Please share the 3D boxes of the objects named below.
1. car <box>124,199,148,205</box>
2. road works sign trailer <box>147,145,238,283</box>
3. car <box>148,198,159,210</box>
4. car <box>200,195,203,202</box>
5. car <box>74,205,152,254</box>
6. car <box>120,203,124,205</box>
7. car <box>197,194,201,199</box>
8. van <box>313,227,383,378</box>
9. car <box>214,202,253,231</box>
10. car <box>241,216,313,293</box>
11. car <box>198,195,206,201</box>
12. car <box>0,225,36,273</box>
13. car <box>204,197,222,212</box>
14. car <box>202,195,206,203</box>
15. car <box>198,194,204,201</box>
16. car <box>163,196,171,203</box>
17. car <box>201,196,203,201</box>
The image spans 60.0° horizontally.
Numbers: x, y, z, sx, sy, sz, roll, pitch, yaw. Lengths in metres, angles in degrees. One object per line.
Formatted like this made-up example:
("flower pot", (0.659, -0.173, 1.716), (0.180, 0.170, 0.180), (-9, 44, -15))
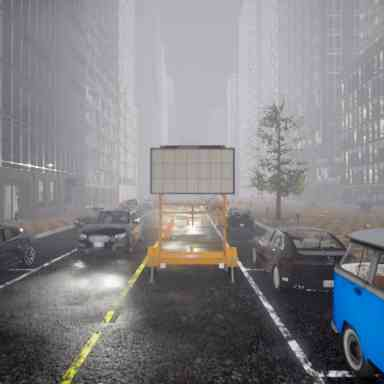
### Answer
("car", (-5.706, 1.446, 31.423), (1.967, 1.590, 4.097), (0, 0, 0))
("road works sign trailer", (0.016, 0.465, 9.613), (2.380, 3.560, 2.880), (0, 0, 0))
("car", (-5.716, 1.560, 42.801), (2.008, 1.369, 4.403), (0, 0, 0))
("car", (2.657, 1.595, 54.163), (1.802, 1.307, 4.206), (0, 0, 0))
("car", (-3.111, 1.493, 13.549), (2.128, 1.511, 4.902), (0, 0, 0))
("car", (-5.699, 1.554, 20.045), (2.008, 1.369, 4.403), (0, 0, 0))
("car", (2.641, 1.591, 76.918), (1.947, 1.339, 4.313), (0, 0, 0))
("van", (2.695, 1.341, 2.963), (1.690, 1.788, 3.998), (0, 0, 0))
("car", (2.681, 1.554, 20.030), (2.008, 1.369, 4.403), (0, 0, 0))
("car", (2.689, 1.552, 8.652), (2.008, 1.369, 4.403), (0, 0, 0))
("car", (2.633, 1.557, 88.466), (1.752, 1.417, 4.829), (0, 0, 0))
("car", (-5.691, 1.567, 8.667), (1.947, 1.339, 4.313), (0, 0, 0))
("car", (2.669, 1.558, 37.096), (2.008, 1.369, 4.403), (0, 0, 0))
("car", (2.665, 1.449, 42.784), (1.967, 1.590, 4.097), (0, 0, 0))
("car", (2.653, 1.566, 59.852), (2.008, 1.369, 4.403), (0, 0, 0))
("car", (-5.731, 1.563, 65.558), (1.887, 1.381, 4.507), (0, 0, 0))
("car", (2.661, 1.556, 48.474), (1.887, 1.381, 4.507), (0, 0, 0))
